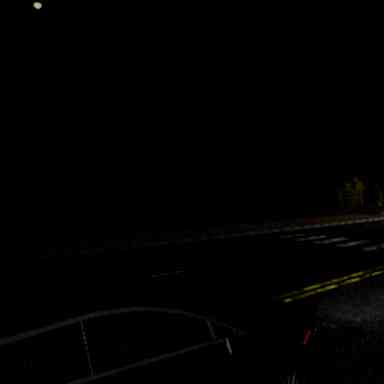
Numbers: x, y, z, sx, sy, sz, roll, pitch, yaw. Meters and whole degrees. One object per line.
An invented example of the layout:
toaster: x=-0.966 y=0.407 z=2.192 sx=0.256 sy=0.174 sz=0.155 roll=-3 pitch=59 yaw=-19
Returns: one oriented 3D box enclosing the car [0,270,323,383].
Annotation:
car: x=-0.821 y=1.491 z=2.891 sx=4.902 sy=1.511 sz=2.128 roll=0 pitch=0 yaw=-36
